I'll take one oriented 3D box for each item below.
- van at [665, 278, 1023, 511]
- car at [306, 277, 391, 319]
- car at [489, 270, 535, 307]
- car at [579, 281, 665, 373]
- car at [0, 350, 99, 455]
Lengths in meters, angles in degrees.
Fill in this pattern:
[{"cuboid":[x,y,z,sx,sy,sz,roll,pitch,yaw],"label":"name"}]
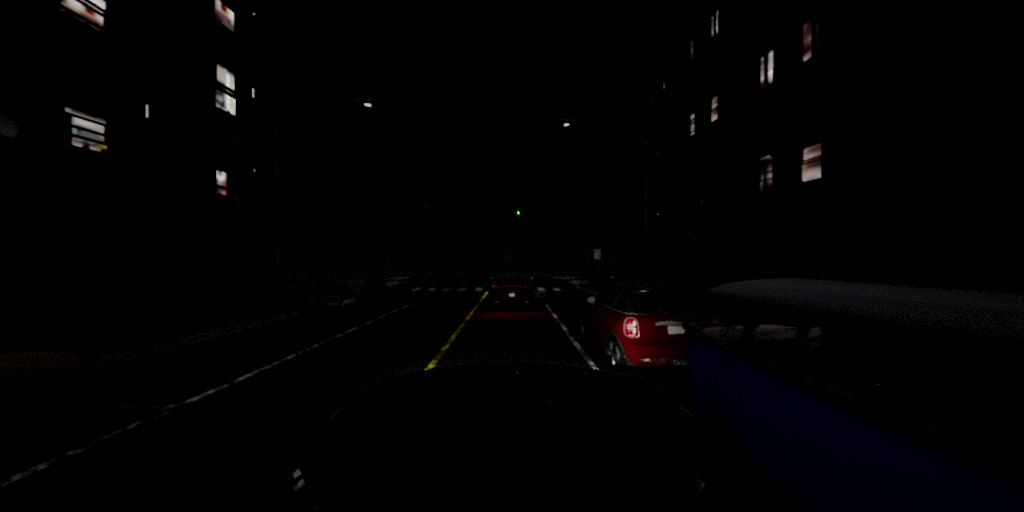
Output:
[{"cuboid":[2.689,1.096,2.255,1.690,1.789,3.998,0,0,0],"label":"van"},{"cuboid":[-5.786,1.442,13.249,1.802,1.307,4.207,0,0,0],"label":"car"},{"cuboid":[0.010,1.367,16.341,1.882,1.535,5.008,0,0,0],"label":"car"},{"cuboid":[2.690,1.247,7.779,1.967,1.591,4.097,0,0,0],"label":"car"},{"cuboid":[-5.691,1.280,2.038,1.751,1.417,4.829,0,0,0],"label":"car"}]
